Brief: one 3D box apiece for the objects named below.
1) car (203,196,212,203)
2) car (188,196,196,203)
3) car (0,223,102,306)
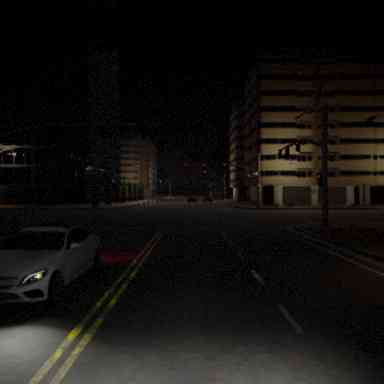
[{"bbox_3d":[3.478,1.597,74.120,1.812,1.442,4.674,0,0,0],"label":"car"},{"bbox_3d":[-0.022,1.599,74.119,2.128,1.511,4.902,0,0,0],"label":"car"},{"bbox_3d":[-3.576,1.547,8.217,1.812,1.442,4.674,0,0,0],"label":"car"}]
